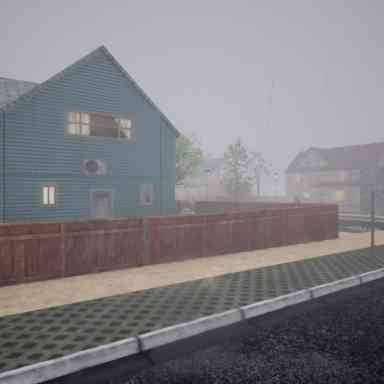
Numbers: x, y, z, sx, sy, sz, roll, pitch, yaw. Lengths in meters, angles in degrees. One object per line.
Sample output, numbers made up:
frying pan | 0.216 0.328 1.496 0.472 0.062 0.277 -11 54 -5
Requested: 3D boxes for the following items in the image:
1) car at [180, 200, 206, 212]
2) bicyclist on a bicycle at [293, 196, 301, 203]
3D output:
car | -0.506 1.483 35.790 1.895 1.301 4.718 0 0 -36
bicyclist on a bicycle | 9.873 1.206 31.351 1.656 1.620 0.582 -1 1 -36
